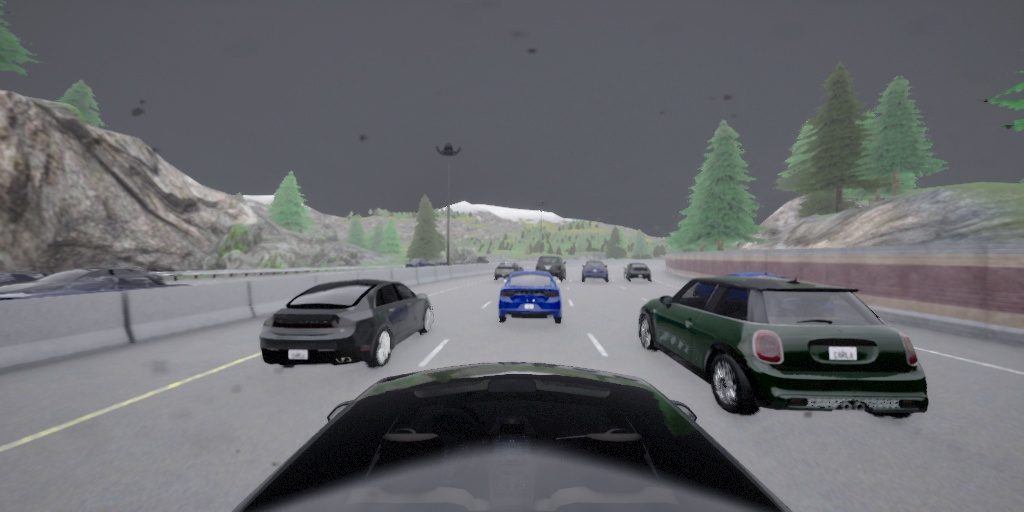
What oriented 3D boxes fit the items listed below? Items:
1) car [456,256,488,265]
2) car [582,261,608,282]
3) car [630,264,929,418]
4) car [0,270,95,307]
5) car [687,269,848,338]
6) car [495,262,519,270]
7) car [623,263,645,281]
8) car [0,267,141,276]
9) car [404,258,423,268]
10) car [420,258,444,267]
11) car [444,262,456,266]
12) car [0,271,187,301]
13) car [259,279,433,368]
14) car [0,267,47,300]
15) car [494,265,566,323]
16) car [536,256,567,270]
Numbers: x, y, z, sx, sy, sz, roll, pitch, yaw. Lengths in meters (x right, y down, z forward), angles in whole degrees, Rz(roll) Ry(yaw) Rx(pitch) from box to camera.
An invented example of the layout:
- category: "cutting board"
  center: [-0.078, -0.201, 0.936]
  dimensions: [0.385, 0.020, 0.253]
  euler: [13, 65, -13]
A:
- category: "car"
  center: [-5.329, 1.028, 51.424]
  dimensions: [2.150, 2.045, 5.566]
  euler: [0, 0, 20]
- category: "car"
  center: [7.011, 1.168, 30.421]
  dimensions: [2.097, 1.767, 4.553]
  euler: [0, 0, 12]
- category: "car"
  center: [3.810, 1.121, 6.169]
  dimensions: [2.097, 1.767, 4.553]
  euler: [0, 0, 2]
- category: "car"
  center: [-20.438, 1.302, 14.306]
  dimensions: [1.895, 1.301, 4.718]
  euler: [0, 0, 5]
- category: "car"
  center: [7.616, 1.267, 11.485]
  dimensions: [1.882, 1.535, 5.008]
  euler: [0, 0, 4]
- category: "car"
  center: [-0.157, 1.284, 30.431]
  dimensions: [2.128, 1.511, 4.902]
  euler: [0, 0, 12]
- category: "car"
  center: [10.587, 1.333, 30.467]
  dimensions: [1.837, 1.490, 4.892]
  euler: [0, 0, 13]
- category: "car"
  center: [-16.900, 1.218, 14.332]
  dimensions: [1.837, 1.490, 4.892]
  euler: [0, 0, 6]
- category: "car"
  center: [-14.772, 1.134, 56.054]
  dimensions: [2.097, 1.767, 4.553]
  euler: [0, 0, 20]
- category: "car"
  center: [-11.519, 1.392, 54.914]
  dimensions: [1.895, 1.301, 4.718]
  euler: [0, 0, 20]
- category: "car"
  center: [-7.724, 1.351, 55.099]
  dimensions: [2.033, 1.411, 5.357]
  euler: [0, 0, 21]
- category: "car"
  center: [-13.611, 1.321, 11.927]
  dimensions: [1.895, 1.301, 4.718]
  euler: [0, 0, 4]
- category: "car"
  center: [-3.137, 1.254, 7.859]
  dimensions: [1.837, 1.490, 4.892]
  euler: [0, 0, 3]
- category: "car"
  center: [-23.918, 1.238, 14.914]
  dimensions: [2.033, 1.411, 5.357]
  euler: [0, 0, 5]
- category: "car"
  center: [0.667, 1.246, 12.327]
  dimensions: [1.882, 1.535, 5.008]
  euler: [0, 0, 4]
- category: "car"
  center: [3.300, 1.025, 30.001]
  dimensions: [2.150, 2.045, 5.566]
  euler: [0, 0, 12]
